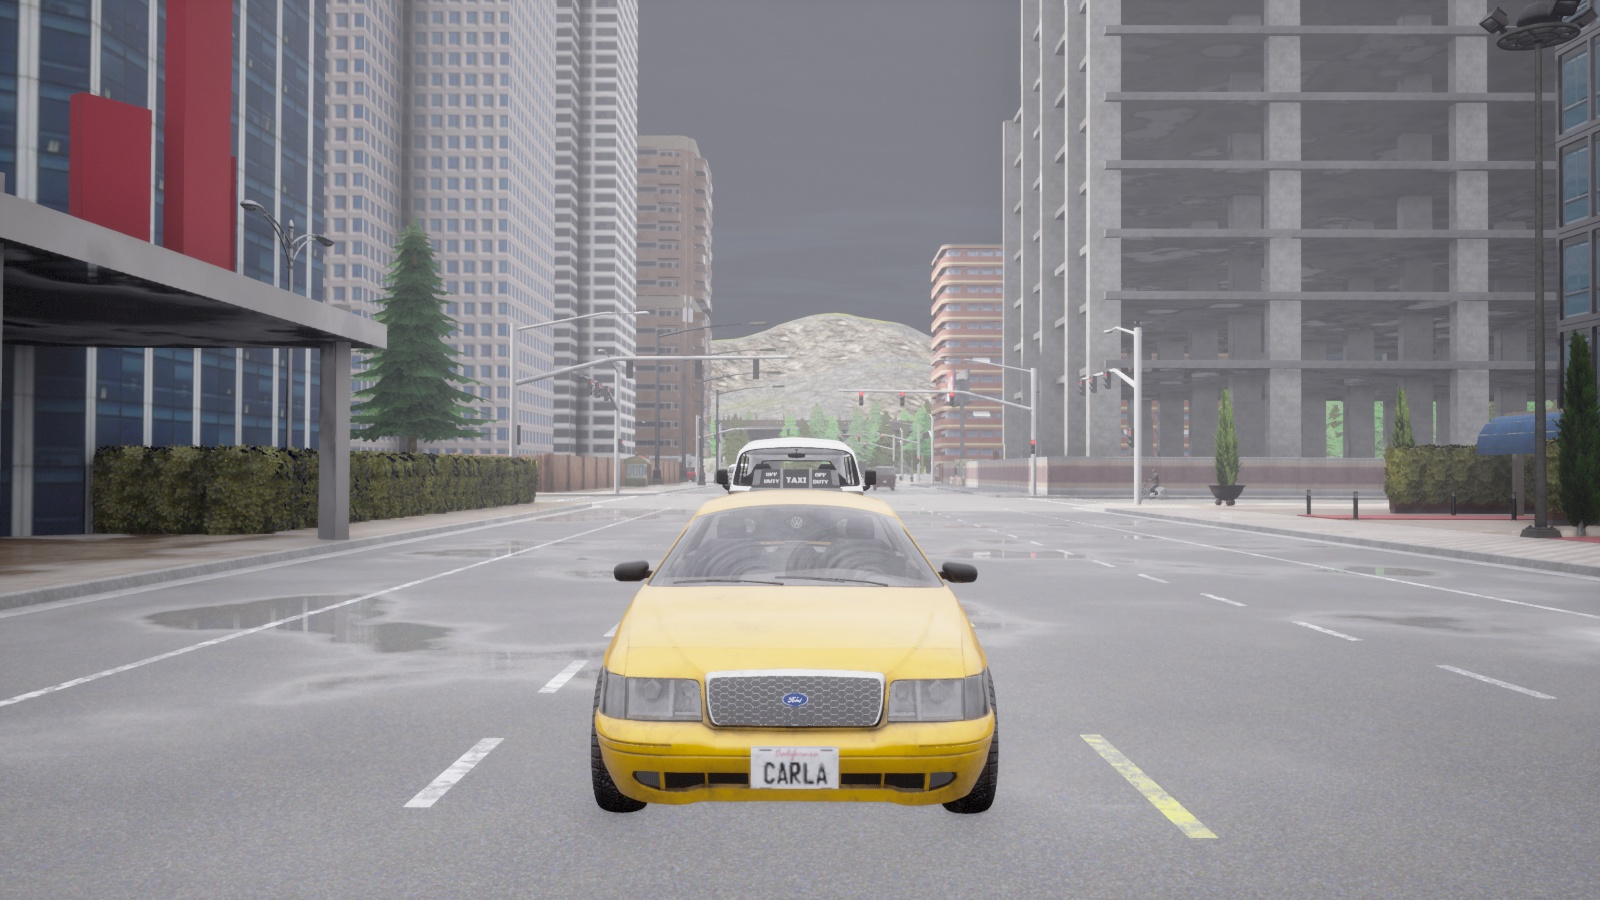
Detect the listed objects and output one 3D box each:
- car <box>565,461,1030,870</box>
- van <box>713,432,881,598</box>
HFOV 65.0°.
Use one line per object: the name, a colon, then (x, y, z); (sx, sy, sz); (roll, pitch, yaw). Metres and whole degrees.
car: (-0.019, 0.880, 7.559); (1.801, 1.575, 5.366); (0, -1, 0)
van: (-0.046, 0.836, 17.761); (2.069, 2.038, 4.480); (0, -1, 0)
